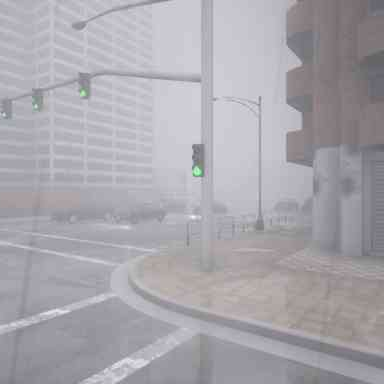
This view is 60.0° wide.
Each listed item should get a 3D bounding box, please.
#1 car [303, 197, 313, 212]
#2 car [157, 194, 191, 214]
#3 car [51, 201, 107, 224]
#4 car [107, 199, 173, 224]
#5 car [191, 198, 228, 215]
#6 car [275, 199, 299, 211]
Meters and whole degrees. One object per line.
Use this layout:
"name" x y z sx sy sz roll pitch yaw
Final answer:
"car" 14.527 1.352 38.682 2.097 1.767 4.553 0 0 35
"car" -2.541 1.352 33.063 2.097 1.767 4.553 0 0 35
"car" -8.118 1.478 25.195 1.882 1.535 5.008 0 0 35
"car" -3.817 1.526 25.182 1.812 1.442 4.674 0 0 35
"car" 1.881 1.564 33.234 1.994 1.385 4.181 0 0 36
"car" 11.648 1.526 40.701 1.812 1.442 4.674 0 0 35
